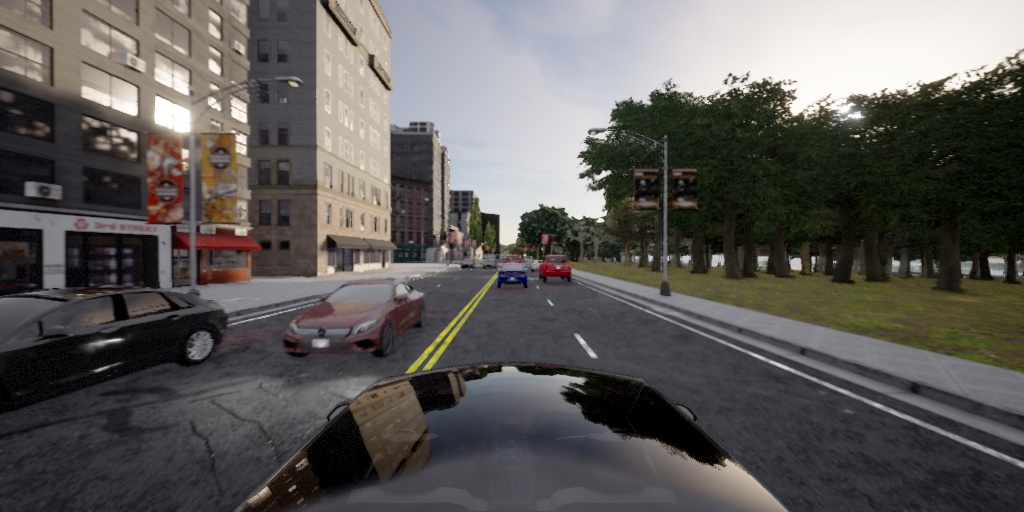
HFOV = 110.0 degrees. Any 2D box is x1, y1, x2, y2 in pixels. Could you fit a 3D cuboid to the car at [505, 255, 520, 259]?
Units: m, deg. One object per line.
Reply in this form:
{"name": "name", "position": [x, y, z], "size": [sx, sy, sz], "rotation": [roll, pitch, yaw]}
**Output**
{"name": "car", "position": [0.108, 0.923, 43.930], "size": [2.150, 2.045, 5.566], "rotation": [0, 0, 0]}

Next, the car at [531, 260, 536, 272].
{"name": "car", "position": [3.360, 1.226, 45.455], "size": [1.812, 1.442, 4.674], "rotation": [0, 0, 0]}

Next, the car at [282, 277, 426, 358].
{"name": "car", "position": [-3.342, 1.269, 8.604], "size": [1.812, 1.442, 4.674], "rotation": [0, 0, 0]}

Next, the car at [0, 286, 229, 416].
{"name": "car", "position": [-6.596, 1.253, 5.154], "size": [1.837, 1.490, 4.892], "rotation": [0, 0, 0]}

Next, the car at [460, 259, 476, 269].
{"name": "car", "position": [-6.535, 1.191, 53.794], "size": [1.837, 1.490, 4.892], "rotation": [0, 0, 0]}

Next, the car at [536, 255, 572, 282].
{"name": "car", "position": [3.362, 0.944, 28.700], "size": [2.150, 2.045, 5.566], "rotation": [0, 0, 0]}

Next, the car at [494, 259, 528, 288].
{"name": "car", "position": [0.044, 1.206, 23.929], "size": [1.882, 1.535, 5.008], "rotation": [0, 0, 1]}

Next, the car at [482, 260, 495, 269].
{"name": "car", "position": [-3.295, 1.252, 52.407], "size": [1.994, 1.385, 4.181], "rotation": [0, 0, 0]}
